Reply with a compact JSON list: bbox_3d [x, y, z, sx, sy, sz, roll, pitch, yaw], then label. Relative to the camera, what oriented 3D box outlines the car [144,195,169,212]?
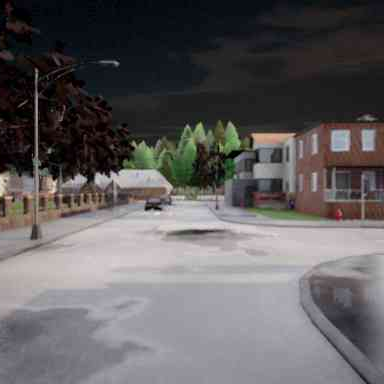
[{"bbox_3d":[-4.066,1.353,36.743,2.033,1.411,5.357,0,0,0],"label":"car"}]

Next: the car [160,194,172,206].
[{"bbox_3d":[-4.026,1.096,48.429,2.097,1.767,4.553,0,0,1],"label":"car"}]
